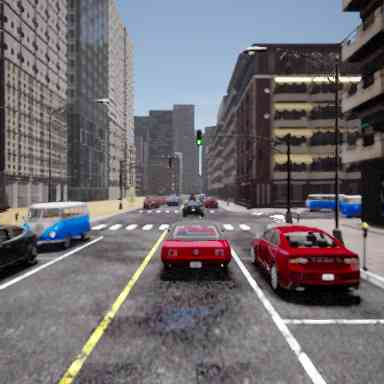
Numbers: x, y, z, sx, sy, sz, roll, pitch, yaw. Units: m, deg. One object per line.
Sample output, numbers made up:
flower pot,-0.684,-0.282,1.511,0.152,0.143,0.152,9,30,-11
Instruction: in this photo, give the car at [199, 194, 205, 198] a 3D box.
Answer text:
car,2.738,1.496,57.775,1.967,1.590,4.097,0,0,0

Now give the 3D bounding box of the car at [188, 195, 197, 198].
car,0.070,1.582,76.607,1.837,1.490,4.892,0,0,0

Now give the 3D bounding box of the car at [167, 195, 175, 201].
car,-5.611,1.663,90.950,1.887,1.381,4.507,0,0,0

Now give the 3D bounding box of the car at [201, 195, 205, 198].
car,2.733,1.593,52.247,1.887,1.381,4.507,0,0,0

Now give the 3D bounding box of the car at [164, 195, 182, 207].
car,-3.021,1.650,53.311,1.895,1.301,4.718,0,0,0

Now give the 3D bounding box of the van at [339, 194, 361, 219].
van,13.754,1.169,25.886,3.998,1.788,1.690,-1,1,0

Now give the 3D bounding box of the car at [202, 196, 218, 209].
car,2.728,1.586,46.720,1.887,1.381,4.507,0,0,0

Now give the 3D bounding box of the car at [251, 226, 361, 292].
car,2.693,1.549,8.807,1.887,1.381,4.507,0,0,0

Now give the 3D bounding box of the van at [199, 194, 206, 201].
van,2.768,1.460,90.941,1.690,1.788,3.998,0,0,0

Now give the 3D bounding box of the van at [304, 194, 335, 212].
van,13.740,1.136,34.266,3.998,1.788,1.690,-1,1,0

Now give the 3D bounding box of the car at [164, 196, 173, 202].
car,-5.622,1.621,79.724,1.752,1.417,4.829,0,0,0

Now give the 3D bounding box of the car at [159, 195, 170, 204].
car,-5.633,1.514,68.840,1.967,1.590,4.097,0,0,0

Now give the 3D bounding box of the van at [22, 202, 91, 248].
van,-5.683,1.348,14.339,1.690,1.788,3.998,0,0,0

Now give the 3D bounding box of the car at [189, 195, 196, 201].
car,0.080,1.461,87.029,1.837,1.490,4.892,0,0,0

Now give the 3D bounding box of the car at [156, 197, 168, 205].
car,-5.637,1.630,63.312,1.947,1.339,4.313,0,0,0

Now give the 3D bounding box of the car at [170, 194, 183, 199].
car,-2.937,1.595,68.550,2.128,1.511,4.902,0,0,0

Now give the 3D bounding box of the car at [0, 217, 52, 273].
car,-5.687,1.570,8.816,1.947,1.339,4.313,0,0,0

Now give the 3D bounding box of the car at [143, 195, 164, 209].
car,-5.653,1.356,46.729,2.192,1.841,5.009,0,0,0

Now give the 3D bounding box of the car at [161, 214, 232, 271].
car,0.110,1.606,10.880,1.895,1.301,4.718,0,0,0

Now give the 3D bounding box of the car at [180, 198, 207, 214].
car,0.131,1.587,32.241,1.994,1.385,4.181,0,0,0
